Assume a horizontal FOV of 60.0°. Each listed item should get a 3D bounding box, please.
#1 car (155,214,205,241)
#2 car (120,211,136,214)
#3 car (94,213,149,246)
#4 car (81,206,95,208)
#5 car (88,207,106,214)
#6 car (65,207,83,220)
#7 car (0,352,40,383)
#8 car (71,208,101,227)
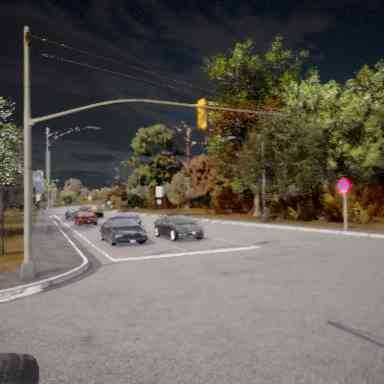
[{"bbox_3d":[-0.892,2.135,20.748,1.837,1.490,4.892,0,-2,-24],"label":"car"},{"bbox_3d":[-6.289,2.608,32.607,1.812,1.442,4.674,0,-2,-24],"label":"car"},{"bbox_3d":[-4.103,2.202,19.355,2.033,1.411,5.357,0,-2,-24],"label":"car"},{"bbox_3d":[-27.524,4.604,87.922,1.837,1.490,4.892,0,-2,-24],"label":"car"},{"bbox_3d":[-14.993,3.422,51.957,1.895,1.301,4.718,0,-2,-24],"label":"car"},{"bbox_3d":[-18.194,3.374,50.541,1.812,1.442,4.674,0,-2,-24],"label":"car"},{"bbox_3d":[-3.229,1.626,1.354,4.892,1.490,1.837,-1,-2,-21],"label":"car"},{"bbox_3d":[-11.153,2.724,34.851,1.882,1.535,5.008,0,-2,-24],"label":"car"}]
